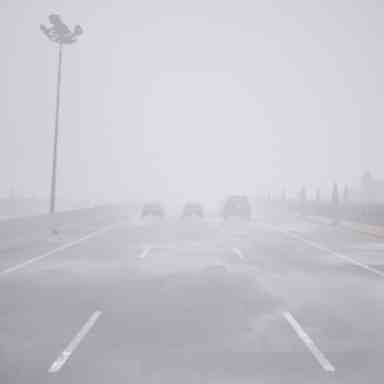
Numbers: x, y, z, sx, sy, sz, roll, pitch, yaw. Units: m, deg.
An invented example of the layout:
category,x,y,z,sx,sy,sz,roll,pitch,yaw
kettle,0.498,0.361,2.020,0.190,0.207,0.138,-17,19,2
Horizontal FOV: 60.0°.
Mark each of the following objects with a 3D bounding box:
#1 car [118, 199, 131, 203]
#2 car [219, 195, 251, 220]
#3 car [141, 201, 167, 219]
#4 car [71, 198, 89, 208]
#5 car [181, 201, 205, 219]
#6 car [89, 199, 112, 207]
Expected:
category,x,y,z,sx,sy,sz,roll,pitch,yaw
car,-10.513,1.837,52.621,1.994,1.385,4.181,0,-2,0
car,3.596,1.260,28.288,2.150,2.045,5.566,0,0,0
car,-3.404,1.546,29.776,1.837,1.490,4.892,0,0,0
car,-17.513,1.761,52.534,2.128,1.511,4.902,0,-2,0
car,0.095,1.546,29.845,1.837,1.490,4.892,0,0,0
car,-14.012,1.765,52.624,2.128,1.511,4.902,0,-2,0
